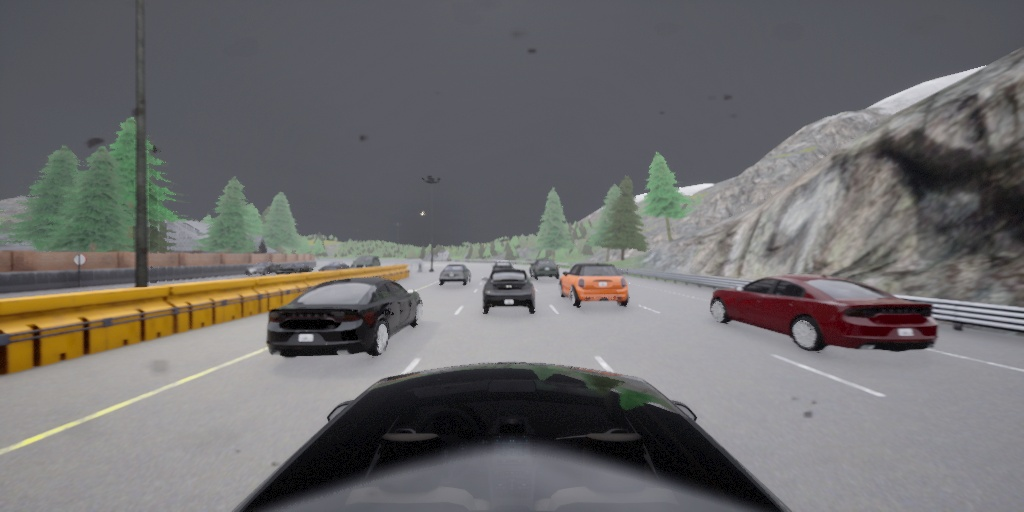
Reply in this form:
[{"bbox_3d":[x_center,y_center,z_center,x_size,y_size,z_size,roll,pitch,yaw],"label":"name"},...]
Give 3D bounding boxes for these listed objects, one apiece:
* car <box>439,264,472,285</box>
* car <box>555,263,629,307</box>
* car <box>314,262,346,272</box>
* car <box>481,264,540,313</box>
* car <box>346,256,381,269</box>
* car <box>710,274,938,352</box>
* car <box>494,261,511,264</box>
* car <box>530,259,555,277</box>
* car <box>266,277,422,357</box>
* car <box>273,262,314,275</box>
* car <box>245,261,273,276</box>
[{"bbox_3d":[-3.994,1.291,25.686,2.033,1.411,5.357,0,0,-2],"label":"car"},{"bbox_3d":[3.346,1.069,15.456,2.097,1.767,4.553,0,0,-1],"label":"car"},{"bbox_3d":[-19.457,1.352,39.606,2.033,1.411,5.357,0,0,-8],"label":"car"},{"bbox_3d":[-0.130,1.241,14.068,1.837,1.490,4.892,0,0,-1],"label":"car"},{"bbox_3d":[-15.894,1.006,39.277,2.150,2.045,5.566,0,0,-8],"label":"car"},{"bbox_3d":[6.937,1.185,8.820,1.882,1.535,5.008,0,0,-1],"label":"car"},{"bbox_3d":[-0.873,1.213,31.926,2.128,1.511,4.902,0,0,-4],"label":"car"},{"bbox_3d":[2.702,1.055,30.985,2.097,1.767,4.553,0,0,-4],"label":"car"},{"bbox_3d":[-3.561,1.238,8.626,1.882,1.535,5.008,0,0,-1],"label":"car"},{"bbox_3d":[-22.760,1.423,37.847,1.895,1.301,4.718,0,0,-8],"label":"car"},{"bbox_3d":[-26.380,1.332,38.323,2.128,1.511,4.902,0,0,-8],"label":"car"}]
